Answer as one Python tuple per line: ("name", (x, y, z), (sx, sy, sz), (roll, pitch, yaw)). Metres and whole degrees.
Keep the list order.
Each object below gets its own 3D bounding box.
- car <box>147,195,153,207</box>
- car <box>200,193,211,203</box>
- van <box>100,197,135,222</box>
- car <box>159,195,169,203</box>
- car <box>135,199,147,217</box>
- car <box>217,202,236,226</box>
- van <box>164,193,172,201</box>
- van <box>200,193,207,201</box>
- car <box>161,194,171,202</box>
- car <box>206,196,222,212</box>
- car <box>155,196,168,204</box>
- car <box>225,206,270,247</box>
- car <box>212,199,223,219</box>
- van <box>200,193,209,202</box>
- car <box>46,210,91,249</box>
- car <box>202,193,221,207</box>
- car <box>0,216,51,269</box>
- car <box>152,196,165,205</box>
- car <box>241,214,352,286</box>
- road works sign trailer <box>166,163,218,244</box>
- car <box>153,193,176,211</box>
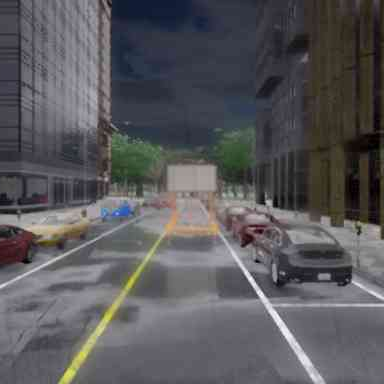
("car", (-5.761, 1.487, 47.199), (1.947, 1.339, 4.313), (0, 0, 0))
("car", (2.765, 1.208, 68.948), (2.192, 1.841, 5.009), (0, 0, 0))
("van", (-5.762, 1.296, 25.448), (1.690, 1.788, 3.998), (0, 0, 0))
("car", (-5.760, 1.418, 68.779), (1.752, 1.417, 4.829), (0, 0, 0))
("car", (-5.761, 1.497, 30.886), (2.008, 1.369, 4.403), (0, 0, 0))
("car", (2.763, 1.509, 20.010), (1.887, 1.381, 4.507), (0, 0, 0))
("van", (-5.759, 1.222, 79.824), (1.690, 1.788, 3.998), (0, 0, 0))
("van", (2.766, 1.222, 79.823), (1.690, 1.788, 3.998), (0, 0, 0))
("car", (-5.759, 1.327, 74.386), (1.967, 1.590, 4.097), (0, 0, 0))
("car", (2.764, 1.462, 36.493), (1.752, 1.417, 4.829), (0, 0, 0))
("car", (-5.760, 1.465, 63.511), (1.947, 1.339, 4.313), (0, 0, 0))
("car", (2.763, 1.518, 14.573), (1.887, 1.381, 4.507), (0, 0, 0))
("car", (2.764, 1.480, 25.618), (1.752, 1.417, 4.829), (0, 0, 0))
("van", (2.766, 1.228, 74.386), (1.690, 1.788, 3.998), (0, 0, 0))
("car", (-5.762, 1.499, 14.403), (1.752, 1.417, 4.829), (0, 0, 0))
("car", (2.764, 1.244, 41.760), (2.192, 1.841, 5.009), (0, 0, 0))
("car", (-5.762, 1.565, 9.136), (1.802, 1.307, 4.206), (0, 0, 0))
("car", (-5.760, 1.432, 57.904), (1.752, 1.417, 4.829), (0, 0, 0))
("car", (2.763, 1.534, 9.135), (2.008, 1.369, 4.403), (0, 0, 0))
("road works sign trailer", (0.001, 0.436, 15.713), (2.380, 3.560, 2.880), (0, 0, 0))
("car", (-3.091, 1.152, 40.284), (2.150, 2.045, 5.566), (0, 0, 0))
